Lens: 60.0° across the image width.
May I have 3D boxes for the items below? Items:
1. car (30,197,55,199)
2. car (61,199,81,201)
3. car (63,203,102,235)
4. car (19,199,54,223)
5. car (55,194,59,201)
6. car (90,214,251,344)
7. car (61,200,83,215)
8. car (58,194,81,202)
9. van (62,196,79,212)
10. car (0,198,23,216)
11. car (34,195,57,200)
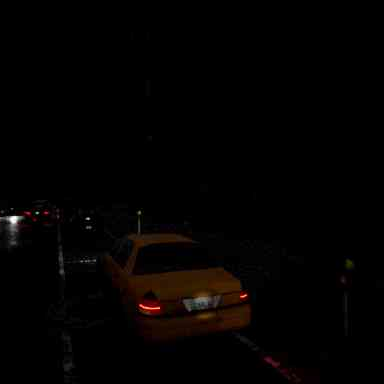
[{"bbox_3d":[-16.018,1.527,35.706,1.812,1.442,4.674,0,0,-22],"label":"car"},{"bbox_3d":[-10.197,1.567,28.998,1.947,1.339,4.313,0,0,-22],"label":"car"},{"bbox_3d":[-6.027,1.551,18.768,2.008,1.369,4.403,0,0,-22],"label":"car"},{"bbox_3d":[-11.951,1.549,25.987,2.033,1.411,5.357,0,0,-22],"label":"car"},{"bbox_3d":[-31.200,1.470,79.763,1.967,1.590,4.097,0,0,-23],"label":"car"},{"bbox_3d":[-0.832,1.457,6.796,1.801,1.575,5.366,0,0,-22],"label":"car"},{"bbox_3d":[-8.112,1.552,23.883,2.008,1.369,4.403,0,0,-22],"label":"car"},{"bbox_3d":[-12.282,1.316,34.114,2.192,1.841,5.009,0,0,-22],"label":"car"},{"bbox_3d":[-14.367,1.343,39.228,1.690,1.788,3.998,0,0,-22],"label":"van"},{"bbox_3d":[-17.898,1.527,32.171,1.812,1.442,4.674,0,0,-22],"label":"car"},{"bbox_3d":[-19.015,1.495,43.265,2.128,1.511,4.902,0,0,-22],"label":"car"}]
